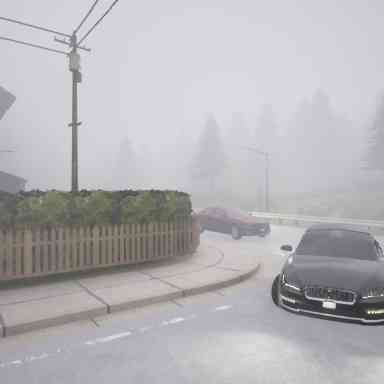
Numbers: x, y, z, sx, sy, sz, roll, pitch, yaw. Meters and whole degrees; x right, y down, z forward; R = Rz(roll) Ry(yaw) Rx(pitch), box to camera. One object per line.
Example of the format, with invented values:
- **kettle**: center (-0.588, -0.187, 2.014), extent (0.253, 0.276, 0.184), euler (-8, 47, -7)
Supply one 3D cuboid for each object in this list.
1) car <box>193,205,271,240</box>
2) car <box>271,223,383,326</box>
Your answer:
- **car**: center (1.915, 1.478, 17.473), extent (1.882, 1.535, 5.008), euler (0, 0, -33)
- **car**: center (3.213, 1.505, 7.337), extent (1.837, 1.490, 4.892), euler (0, 0, 27)
